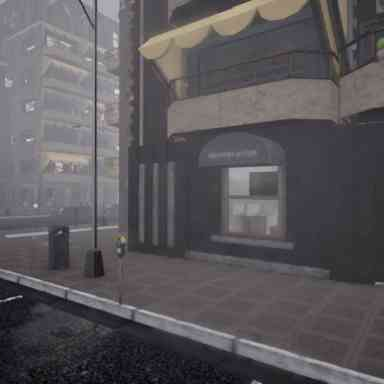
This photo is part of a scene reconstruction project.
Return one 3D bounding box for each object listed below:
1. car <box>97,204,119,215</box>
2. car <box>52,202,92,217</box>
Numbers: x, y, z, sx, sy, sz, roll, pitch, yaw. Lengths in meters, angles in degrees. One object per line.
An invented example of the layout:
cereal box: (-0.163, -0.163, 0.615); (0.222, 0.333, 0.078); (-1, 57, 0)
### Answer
car: (-9.459, 2.060, 39.919); (1.802, 1.307, 4.206); (-1, -1, 35)
car: (-12.743, 1.817, 35.295); (1.967, 1.590, 4.097); (-1, -1, 35)
